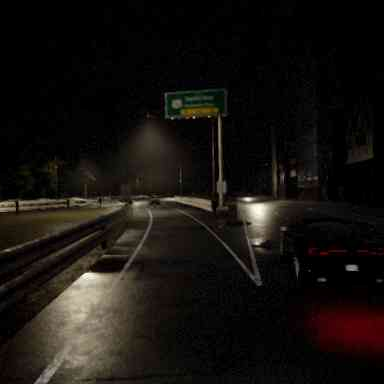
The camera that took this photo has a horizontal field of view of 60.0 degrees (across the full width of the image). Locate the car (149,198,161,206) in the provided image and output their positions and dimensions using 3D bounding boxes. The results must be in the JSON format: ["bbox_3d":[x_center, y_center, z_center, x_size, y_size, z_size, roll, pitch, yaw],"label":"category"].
[{"bbox_3d":[-6.417,1.650,57.365,1.895,1.301,4.718,-1,0,-8],"label":"car"}]

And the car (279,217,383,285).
[{"bbox_3d":[3.663,1.437,9.416,1.882,1.535,5.008,-1,0,8],"label":"car"}]
